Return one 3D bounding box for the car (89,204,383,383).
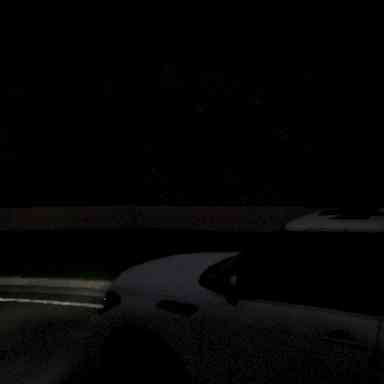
[{"bbox_3d":[1.590,1.136,2.929,5.566,2.045,2.150,0,0,32],"label":"car"}]
